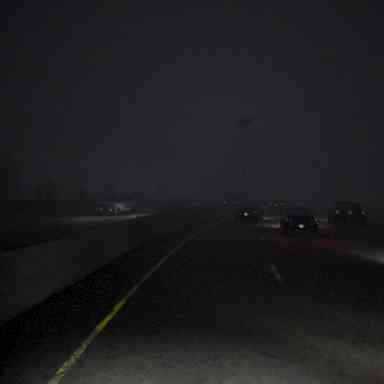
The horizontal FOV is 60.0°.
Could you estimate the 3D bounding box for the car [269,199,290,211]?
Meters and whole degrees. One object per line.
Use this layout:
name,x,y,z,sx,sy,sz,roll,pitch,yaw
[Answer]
car,11.278,1.643,42.349,2.163,1.488,4.792,0,0,28

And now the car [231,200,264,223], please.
car,4.622,1.632,26.699,1.994,1.385,4.181,0,0,17

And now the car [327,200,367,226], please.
car,11.133,1.411,24.138,2.097,1.767,4.553,0,0,17

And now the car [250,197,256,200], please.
car,12.060,1.748,70.073,1.812,1.442,4.674,0,-1,33

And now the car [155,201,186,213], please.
car,-2.415,1.722,38.591,1.895,1.301,4.718,0,0,23

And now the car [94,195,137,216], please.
car,-7.768,1.317,34.442,2.150,2.045,5.566,0,0,20

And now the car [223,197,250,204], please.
car,6.089,1.523,47.808,2.097,1.767,4.553,0,0,30

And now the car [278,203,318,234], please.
car,6.159,1.569,19.354,1.812,1.442,4.674,0,0,13
